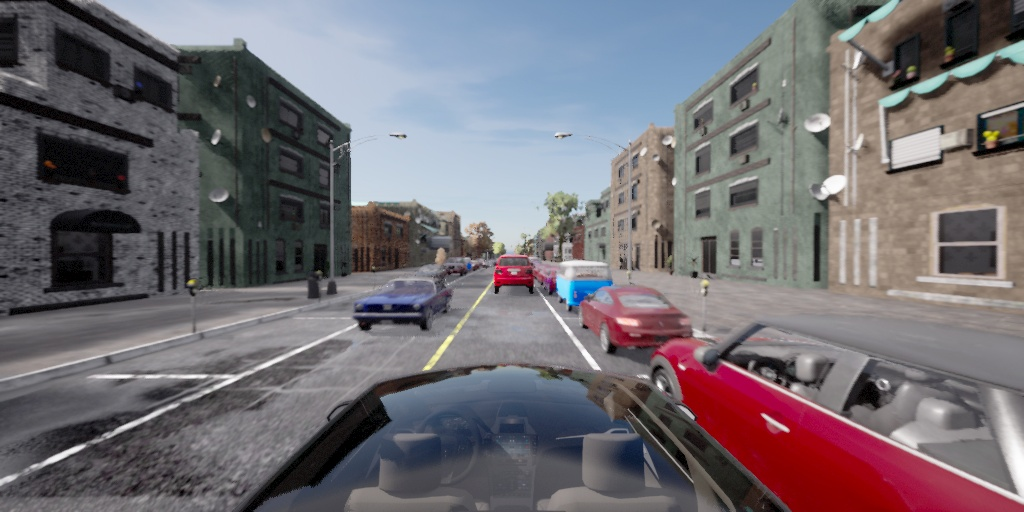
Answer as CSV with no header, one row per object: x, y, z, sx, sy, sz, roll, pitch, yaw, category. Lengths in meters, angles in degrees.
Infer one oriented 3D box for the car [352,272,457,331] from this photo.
-3.098,1.350,11.118,1.895,1.301,4.718,0,0,0,car

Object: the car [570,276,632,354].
2.696,1.332,8.512,1.802,1.307,4.207,0,0,0,car

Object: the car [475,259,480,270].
-5.675,1.183,47.351,1.967,1.591,4.097,0,0,0,car

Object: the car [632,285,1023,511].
2.695,1.190,2.964,1.967,1.591,4.097,0,0,0,car

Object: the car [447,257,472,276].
-5.678,1.060,36.254,2.192,1.841,5.009,0,0,0,car

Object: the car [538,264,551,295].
2.699,1.293,19.609,1.888,1.381,4.507,0,0,0,car

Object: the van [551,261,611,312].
2.697,1.090,14.061,1.690,1.789,3.998,0,0,0,van

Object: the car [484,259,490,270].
-2.987,1.183,53.347,2.128,1.511,4.902,0,0,0,car

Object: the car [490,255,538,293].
0.106,0.969,21.051,2.150,2.045,5.566,0,0,0,car

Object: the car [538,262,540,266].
2.700,1.329,25.157,1.802,1.307,4.207,0,0,0,car

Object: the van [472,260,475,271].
-5.677,1.085,41.802,1.690,1.789,3.998,0,0,0,van

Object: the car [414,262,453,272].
-5.680,1.297,25.157,2.007,1.370,4.403,0,0,0,car

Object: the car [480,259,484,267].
-5.674,1.288,52.899,1.888,1.381,4.507,0,0,0,car
